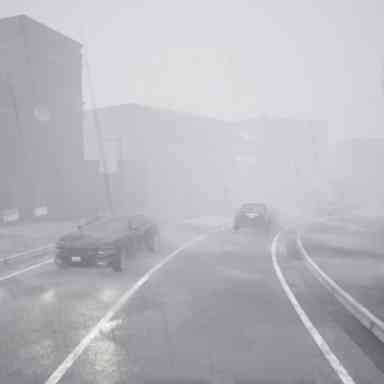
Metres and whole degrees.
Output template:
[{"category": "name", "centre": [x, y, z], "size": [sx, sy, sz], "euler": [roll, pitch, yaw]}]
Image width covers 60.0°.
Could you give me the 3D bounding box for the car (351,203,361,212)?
[{"category": "car", "centre": [21.356, 2.059, 46.429], "size": [4.718, 1.301, 1.895], "euler": [2, 3, -32]}]

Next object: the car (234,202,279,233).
[{"category": "car", "centre": [4.074, 1.405, 20.398], "size": [2.097, 1.767, 4.553], "euler": [2, 0, 21]}]

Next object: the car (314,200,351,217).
[{"category": "car", "centre": [15.527, 1.740, 37.181], "size": [2.097, 1.767, 4.553], "euler": [5, 2, 45]}]

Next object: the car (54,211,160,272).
[{"category": "car", "centre": [-2.496, 1.423, 10.921], "size": [1.882, 1.535, 5.008], "euler": [1, 0, 10]}]
